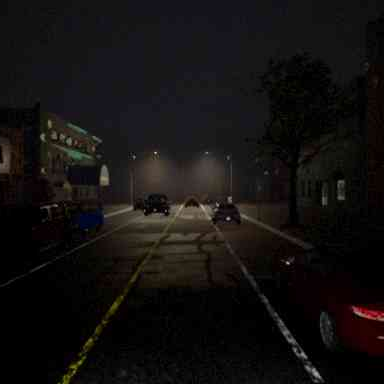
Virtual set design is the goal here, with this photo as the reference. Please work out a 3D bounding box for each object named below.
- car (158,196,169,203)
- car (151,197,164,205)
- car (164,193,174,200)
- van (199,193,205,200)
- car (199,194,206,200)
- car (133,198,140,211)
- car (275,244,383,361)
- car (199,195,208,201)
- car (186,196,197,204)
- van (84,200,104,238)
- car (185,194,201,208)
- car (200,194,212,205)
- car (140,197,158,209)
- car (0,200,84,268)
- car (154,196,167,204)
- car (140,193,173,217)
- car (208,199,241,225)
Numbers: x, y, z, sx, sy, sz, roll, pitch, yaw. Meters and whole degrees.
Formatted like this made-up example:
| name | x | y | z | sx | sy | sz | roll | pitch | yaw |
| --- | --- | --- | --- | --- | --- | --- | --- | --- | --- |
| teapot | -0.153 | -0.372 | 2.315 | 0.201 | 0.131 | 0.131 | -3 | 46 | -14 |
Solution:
| name | x | y | z | sx | sy | sz | roll | pitch | yaw |
| --- | --- | --- | --- | --- | --- | --- | --- | --- | --- |
| car | -5.724 | 1.429 | 66.851 | 1.802 | 1.307 | 4.206 | -1 | 0 | 0 |
| car | -5.719 | 1.455 | 55.754 | 1.802 | 1.307 | 4.206 | -1 | 0 | 0 |
| car | -5.734 | 1.123 | 83.495 | 2.192 | 1.841 | 5.009 | -1 | 0 | 0 |
| van | 2.644 | 1.136 | 89.049 | 1.690 | 1.788 | 3.998 | -1 | 0 | 0 |
| car | 2.648 | 1.333 | 83.671 | 1.752 | 1.417 | 4.829 | -1 | 0 | 0 |
| car | -5.713 | 1.351 | 39.109 | 1.967 | 1.590 | 4.097 | -1 | 0 | 0 |
| car | 2.685 | 1.569 | 5.825 | 1.802 | 1.307 | 4.206 | -1 | 0 | 0 |
| car | 2.651 | 1.403 | 77.953 | 1.802 | 1.307 | 4.206 | -1 | 0 | 0 |
| car | -0.028 | 1.466 | 59.134 | 1.895 | 1.301 | 4.718 | 0 | 0 | 0 |
| van | -5.703 | 1.303 | 16.915 | 1.690 | 1.788 | 3.998 | -1 | 0 | 0 |
| car | 0.008 | 1.423 | 45.133 | 1.812 | 1.442 | 4.674 | 0 | 0 | 1 |
| car | 2.662 | 1.439 | 55.760 | 1.947 | 1.339 | 4.313 | -1 | 0 | 0 |
| car | -5.714 | 1.443 | 44.657 | 1.887 | 1.381 | 4.507 | -1 | 0 | 0 |
| car | -5.701 | 1.289 | 11.367 | 2.192 | 1.841 | 5.009 | -1 | 0 | 0 |
| car | -5.722 | 1.411 | 61.302 | 2.008 | 1.369 | 4.403 | -1 | 0 | 0 |
| car | -3.112 | 1.152 | 30.783 | 2.150 | 2.045 | 5.566 | 0 | 0 | 0 |
| car | 2.340 | 1.472 | 23.748 | 1.812 | 1.442 | 4.674 | 0 | 0 | 0 |
